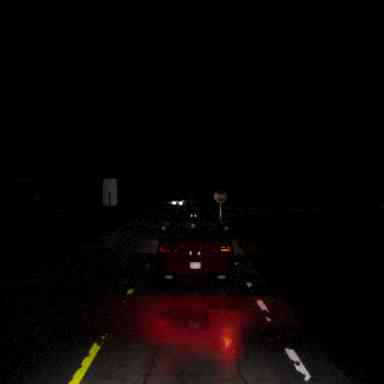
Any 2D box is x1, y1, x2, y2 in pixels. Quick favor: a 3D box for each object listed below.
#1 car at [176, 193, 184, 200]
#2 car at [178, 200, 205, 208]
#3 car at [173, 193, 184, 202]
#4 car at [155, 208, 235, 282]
[{"bbox_3d":[-3.143,1.156,86.793,2.097,1.767,4.553,0,0,0],"label":"car"},{"bbox_3d":[0.086,1.439,19.189,1.837,1.490,4.892,0,0,1],"label":"car"},{"bbox_3d":[-3.036,1.414,71.643,1.895,1.301,4.718,0,0,0],"label":"car"},{"bbox_3d":[0.087,1.443,9.637,1.882,1.535,5.008,0,0,0],"label":"car"}]
